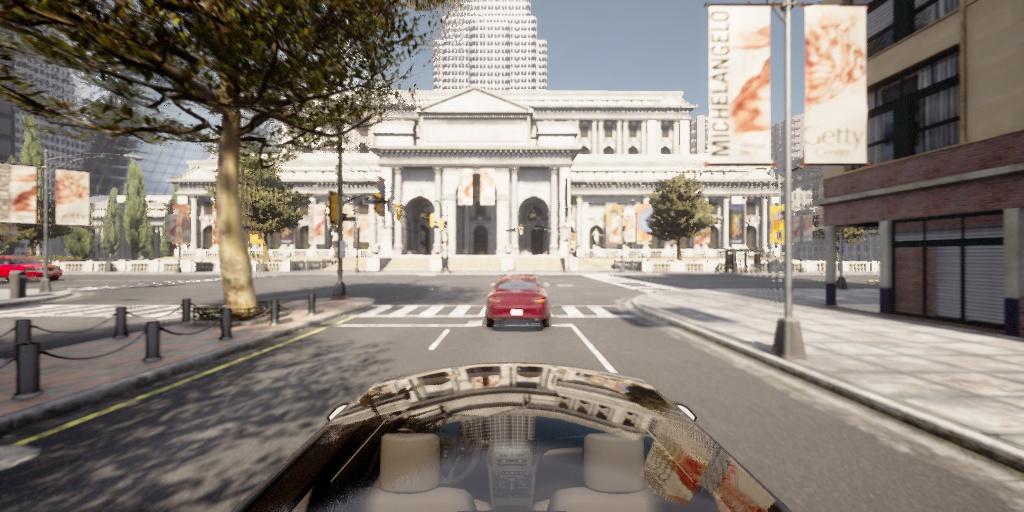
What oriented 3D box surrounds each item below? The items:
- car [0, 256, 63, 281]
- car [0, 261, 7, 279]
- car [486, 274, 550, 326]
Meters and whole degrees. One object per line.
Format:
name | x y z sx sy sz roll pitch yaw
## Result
car | -39.574 1.047 28.619 5.566 2.045 2.150 0 0 0
car | -39.377 1.293 25.116 5.008 1.535 1.882 0 0 0
car | 0.240 1.303 11.633 1.812 1.442 4.674 0 0 3
